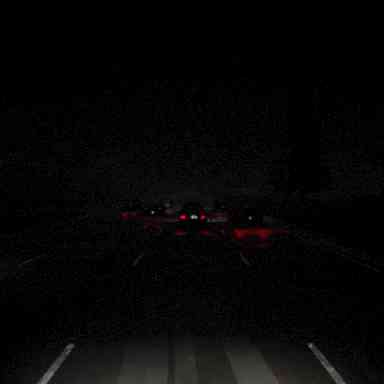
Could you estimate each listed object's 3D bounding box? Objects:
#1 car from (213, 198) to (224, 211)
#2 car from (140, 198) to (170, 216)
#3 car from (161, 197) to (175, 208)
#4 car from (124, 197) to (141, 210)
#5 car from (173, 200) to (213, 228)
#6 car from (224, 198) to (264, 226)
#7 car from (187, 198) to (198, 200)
[{"bbox_3d":[3.495,1.426,39.066,1.812,1.442,4.674,0,0,0],"label":"car"},{"bbox_3d":[-3.472,1.527,31.799,1.895,1.301,4.718,0,0,0],"label":"car"},{"bbox_3d":[-3.505,1.399,45.709,1.837,1.490,4.892,0,1,0],"label":"car"},{"bbox_3d":[-6.992,1.402,40.259,2.128,1.511,4.902,0,0,0],"label":"car"},{"bbox_3d":[0.050,1.494,21.822,2.033,1.411,5.357,0,0,0],"label":"car"},{"bbox_3d":[3.550,1.418,22.726,1.882,1.535,5.008,0,0,0],"label":"car"},{"bbox_3d":[0.023,1.429,39.324,1.812,1.442,4.674,0,0,0],"label":"car"}]
